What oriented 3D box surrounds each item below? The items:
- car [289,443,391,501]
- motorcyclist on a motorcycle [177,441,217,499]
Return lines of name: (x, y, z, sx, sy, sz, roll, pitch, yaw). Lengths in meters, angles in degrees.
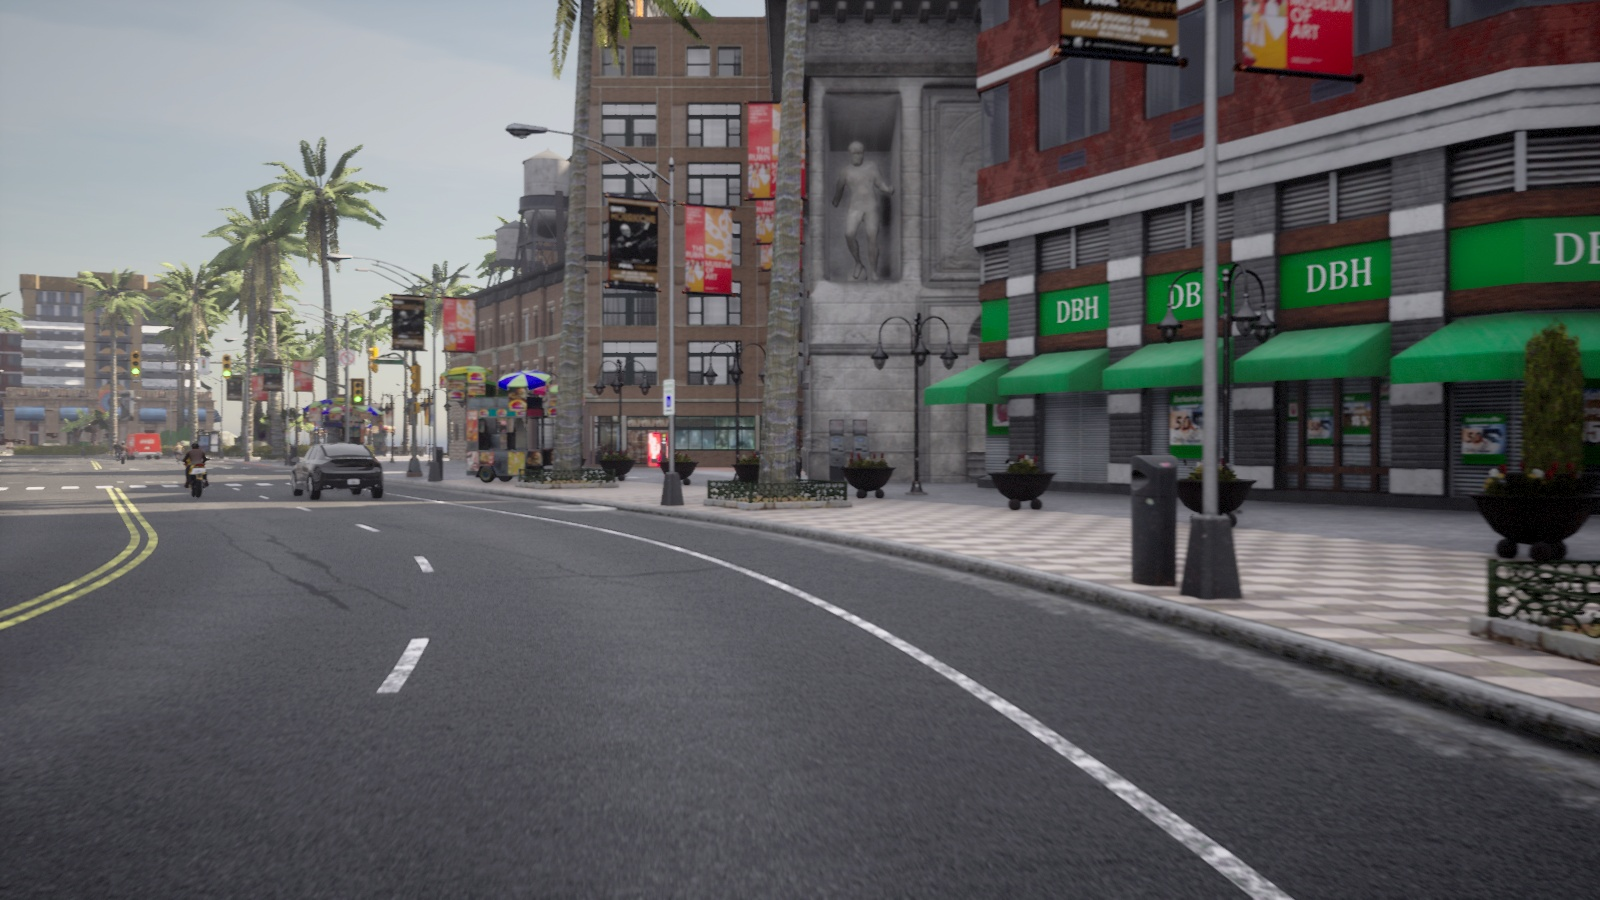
car: (-12.873, 0.554, 34.955, 1.837, 1.490, 4.892, 0, 0, -30)
motorcyclist on a motorcycle: (-16.378, 0.535, 34.092, 0.797, 1.523, 2.044, 0, 0, -30)
